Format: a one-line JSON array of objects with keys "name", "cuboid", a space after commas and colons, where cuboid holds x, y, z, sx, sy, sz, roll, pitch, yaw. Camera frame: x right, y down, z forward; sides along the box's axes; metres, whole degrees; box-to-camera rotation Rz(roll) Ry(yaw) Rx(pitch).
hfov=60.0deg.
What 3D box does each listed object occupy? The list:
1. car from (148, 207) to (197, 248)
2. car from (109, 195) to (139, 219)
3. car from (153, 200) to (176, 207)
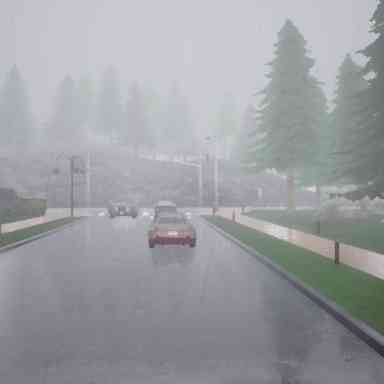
[{"name": "car", "cuboid": [-0.934, 1.571, 14.816, 1.994, 1.385, 4.181, 0, 0, -6]}, {"name": "car", "cuboid": [-5.892, 1.326, 29.378, 2.150, 2.045, 5.566, 0, 0, -6]}, {"name": "car", "cuboid": [-2.412, 1.484, 29.743, 1.882, 1.535, 5.008, 0, 0, -6]}]
